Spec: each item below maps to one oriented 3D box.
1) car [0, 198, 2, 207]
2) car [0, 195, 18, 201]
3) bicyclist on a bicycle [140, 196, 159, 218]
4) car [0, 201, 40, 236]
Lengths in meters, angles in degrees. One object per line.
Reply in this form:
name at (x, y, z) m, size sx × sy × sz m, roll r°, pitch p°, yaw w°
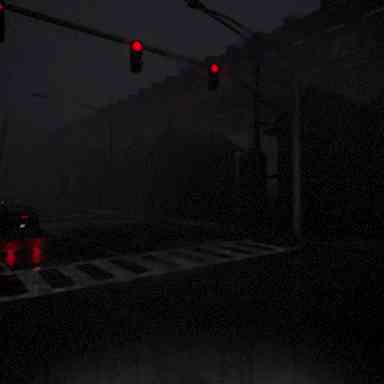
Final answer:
car at (-31.109, 1.608, 50.766) m, size 4.718 × 1.301 × 1.895 m, roll 0°, pitch 1°, yaw 36°
car at (-24.200, 1.324, 43.568) m, size 2.097 × 1.767 × 4.553 m, roll -1°, pitch 1°, yaw -40°
bicyclist on a bicycle at (-3.257, 1.137, 25.257) m, size 1.656 × 1.620 × 0.582 m, roll -1°, pitch 1°, yaw -37°
car at (-9.825, 1.473, 18.467) m, size 2.128 × 1.511 × 4.902 m, roll -1°, pitch 1°, yaw -36°
